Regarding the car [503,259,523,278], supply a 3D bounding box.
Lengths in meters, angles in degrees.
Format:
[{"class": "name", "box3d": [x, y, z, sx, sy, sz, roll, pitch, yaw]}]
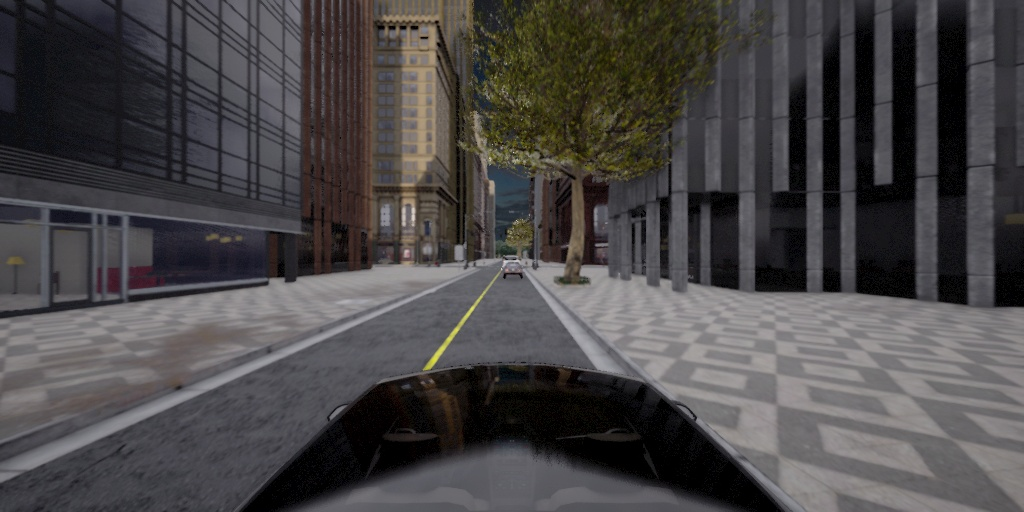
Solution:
[{"class": "car", "box3d": [0.098, 1.298, 34.101, 2.033, 1.411, 5.357, 0, 0, 0]}]

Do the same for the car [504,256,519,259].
[{"class": "car", "box3d": [0.029, 0.975, 46.813, 2.150, 2.045, 5.566, 0, 0, 4]}]
